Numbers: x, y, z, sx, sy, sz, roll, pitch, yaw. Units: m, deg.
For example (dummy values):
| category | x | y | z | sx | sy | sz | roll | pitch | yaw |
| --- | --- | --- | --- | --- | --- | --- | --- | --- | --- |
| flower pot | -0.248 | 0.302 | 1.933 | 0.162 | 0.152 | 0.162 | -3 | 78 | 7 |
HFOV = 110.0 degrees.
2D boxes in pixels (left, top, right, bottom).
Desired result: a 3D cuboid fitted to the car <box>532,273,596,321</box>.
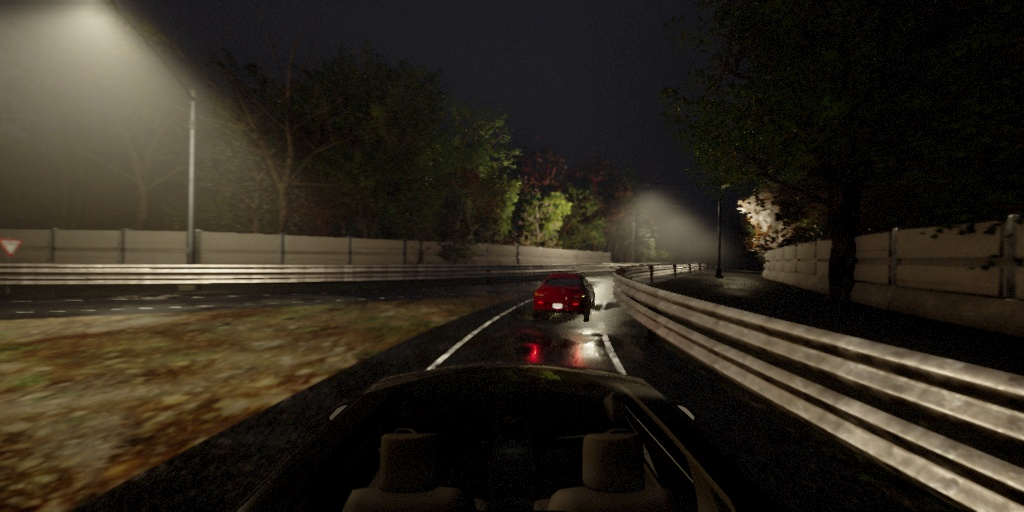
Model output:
| category | x | y | z | sx | sy | sz | roll | pitch | yaw |
| --- | --- | --- | --- | --- | --- | --- | --- | --- | --- |
| car | 1.936 | 1.312 | 12.793 | 1.812 | 1.442 | 4.674 | 1 | 0 | 15 |
